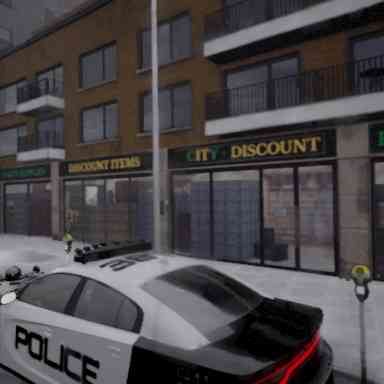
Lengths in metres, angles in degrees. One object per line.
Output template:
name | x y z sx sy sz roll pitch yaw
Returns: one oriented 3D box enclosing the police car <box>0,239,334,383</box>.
police car | -1.065 1.456 4.181 5.238 1.638 1.930 -1 0 36
